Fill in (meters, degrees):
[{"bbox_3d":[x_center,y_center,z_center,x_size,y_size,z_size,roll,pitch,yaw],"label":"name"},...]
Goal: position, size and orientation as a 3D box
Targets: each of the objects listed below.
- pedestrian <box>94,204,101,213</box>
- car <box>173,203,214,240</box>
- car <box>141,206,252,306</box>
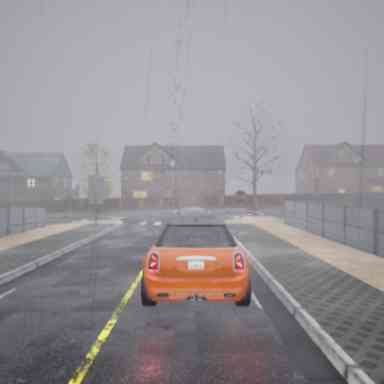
[{"bbox_3d":[-9.682,1.248,34.050,0.375,1.860,0.375,0,2,0],"label":"pedestrian"},{"bbox_3d":[0.021,1.469,17.910,1.882,1.535,5.008,0,0,-1],"label":"car"},{"bbox_3d":[0.082,1.345,8.150,2.097,1.767,4.553,0,0,0],"label":"car"}]
